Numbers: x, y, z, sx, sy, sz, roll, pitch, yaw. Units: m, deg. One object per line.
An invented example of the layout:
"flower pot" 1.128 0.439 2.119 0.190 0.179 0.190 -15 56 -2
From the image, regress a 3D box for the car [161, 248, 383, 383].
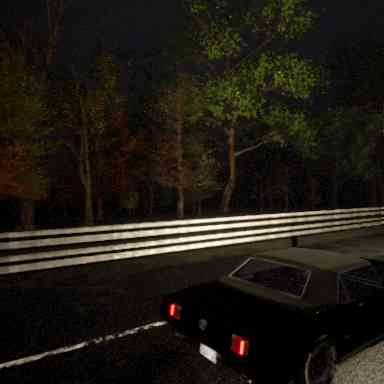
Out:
"car" 1.996 1.566 5.154 4.718 1.301 1.895 -1 0 -35
